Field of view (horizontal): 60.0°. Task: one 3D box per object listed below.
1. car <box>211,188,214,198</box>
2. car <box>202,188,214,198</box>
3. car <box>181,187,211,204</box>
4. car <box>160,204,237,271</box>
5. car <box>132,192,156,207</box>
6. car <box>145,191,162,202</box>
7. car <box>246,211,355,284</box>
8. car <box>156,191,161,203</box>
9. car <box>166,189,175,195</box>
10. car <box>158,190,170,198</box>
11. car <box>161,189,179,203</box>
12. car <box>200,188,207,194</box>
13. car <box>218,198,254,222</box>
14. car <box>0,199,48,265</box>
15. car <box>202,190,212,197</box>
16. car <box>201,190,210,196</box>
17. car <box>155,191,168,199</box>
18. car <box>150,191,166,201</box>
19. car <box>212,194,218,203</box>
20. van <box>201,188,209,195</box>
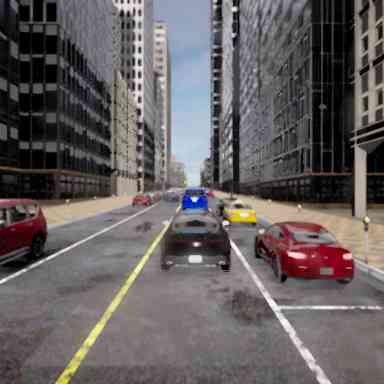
[{"bbox_3d":[3.030,0.464,59.011,1.887,1.381,4.507,1,1,0],"label":"car"},{"bbox_3d":[3.066,0.132,64.584,2.192,1.841,5.009,1,1,0],"label":"car"},{"bbox_3d":[0.245,0.692,28.827,2.150,2.045,5.566,0,1,1],"label":"car"},{"bbox_3d":[0.121,1.313,10.252,1.837,1.490,4.892,0,1,1],"label":"car"},{"bbox_3d":[-5.475,0.869,36.680,1.887,1.381,4.507,1,1,0],"label":"car"},{"bbox_3d":[-5.413,0.666,47.829,1.887,1.381,4.507,1,1,0],"label":"car"},{"bbox_3d":[2.748,1.418,8.825,1.802,1.307,4.206,1,1,0],"label":"car"},{"bbox_3d":[-5.444,0.773,42.254,2.008,1.369,4.403,1,1,0],"label":"car"},{"bbox_3d":[-5.226,0.063,81.273,2.008,1.369,4.403,1,1,0],"label":"car"},{"bbox_3d":[-5.319,0.361,64.551,1.887,1.381,4.507,1,1,0],"label":"car"},{"bbox_3d":[-2.832,0.726,45.650,1.994,1.385,4.181,0,1,0],"label":"car"},{"bbox_3d":[3.220,-0.249,92.466,1.967,1.590,4.097,1,1,0],"label":"car"},{"bbox_3d":[2.814,1.154,20.148,1.752,1.417,4.829,1,1,0],"label":"car"},{"bbox_3d":[-5.626,1.150,8.805,2.192,1.841,5.009,1,1,0],"label":"car"},{"bbox_3d":[3.093,0.282,70.164,1.947,1.339,4.313,1,1,0],"label":"car"},{"bbox_3d":[3.123,0.196,75.741,1.802,1.307,4.206,1,1,0],"label":"car"},{"bbox_3d":[-5.351,0.484,58.977,1.947,1.339,4.313,1,1,0],"label":"car"},{"bbox_3d":[-5.381,0.570,53.403,2.008,1.369,4.403,1,1,0],"label":"car"},{"bbox_3d":[2.843,1.096,25.555,1.947,1.339,4.313,1,1,0],"label":"car"},{"bbox_3d":[3.159,-0.146,81.312,1.690,1.788,3.998,1,1,0],"label":"van"}]
